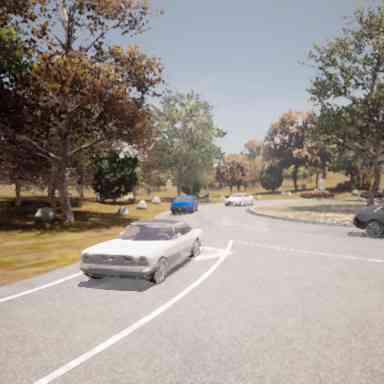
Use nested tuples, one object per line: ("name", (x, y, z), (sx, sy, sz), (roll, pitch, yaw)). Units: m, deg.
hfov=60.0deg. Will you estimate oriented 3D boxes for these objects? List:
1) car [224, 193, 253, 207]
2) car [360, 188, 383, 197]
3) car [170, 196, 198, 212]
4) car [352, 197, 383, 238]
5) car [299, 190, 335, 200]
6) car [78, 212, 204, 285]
("car", (5.316, 0.867, 37.238), (1.812, 1.442, 4.674), (-1, 1, 35))
("car", (25.377, 0.269, 44.877), (4.902, 1.511, 2.128), (0, 1, 16))
("car", (-0.634, 1.070, 29.326), (1.882, 1.535, 5.008), (-2, 1, 8))
("car", (9.138, 1.122, 13.406), (4.902, 1.511, 2.128), (0, 1, 41))
("car", (18.189, 0.405, 48.590), (4.718, 1.301, 1.895), (-1, 1, -3))
("car", (-1.131, 1.516, 9.584), (1.895, 1.301, 4.718), (-1, 1, 17))
